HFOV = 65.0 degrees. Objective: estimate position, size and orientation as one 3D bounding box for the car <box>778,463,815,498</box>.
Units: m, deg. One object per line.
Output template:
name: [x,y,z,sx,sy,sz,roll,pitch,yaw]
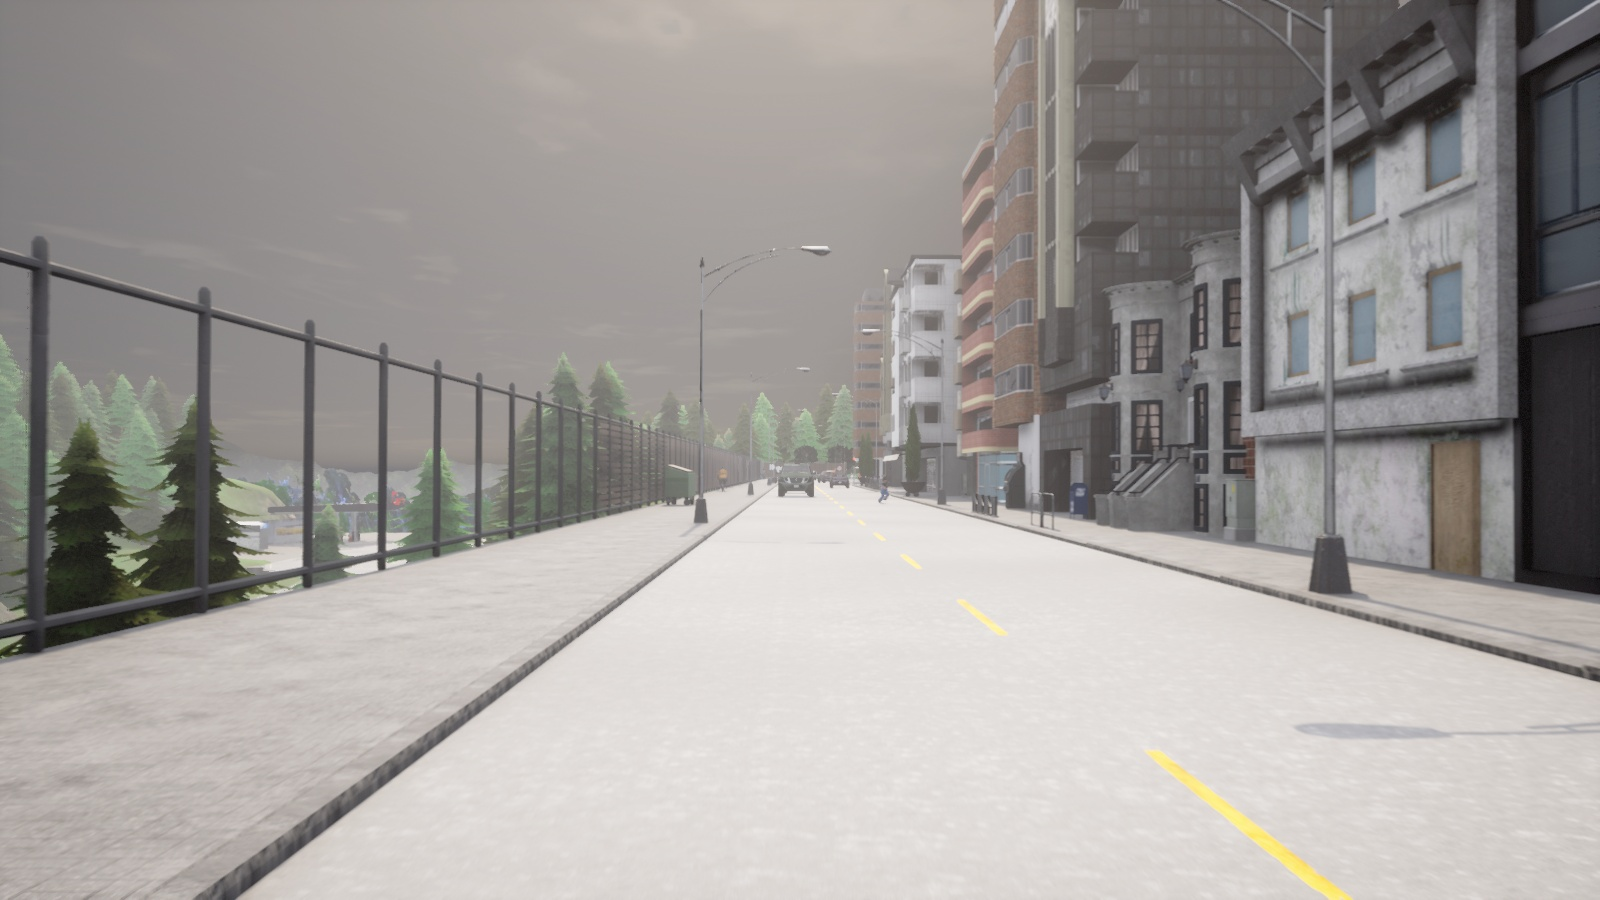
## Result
car: [-0.215,1.819,76.735,2.150,2.045,5.566,0,-1,0]
